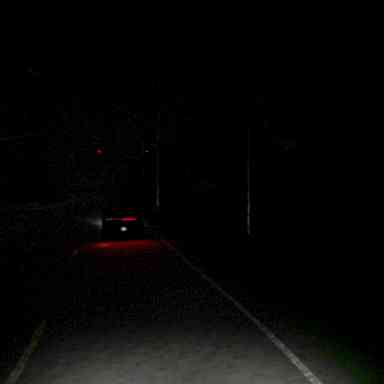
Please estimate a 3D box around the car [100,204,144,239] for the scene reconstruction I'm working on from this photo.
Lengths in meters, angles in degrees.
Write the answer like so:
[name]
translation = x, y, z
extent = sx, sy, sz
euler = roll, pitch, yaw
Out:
[car]
translation = -3.538, 1.367, 16.695
extent = 2.128, 1.511, 4.902
euler = 0, 1, -14
